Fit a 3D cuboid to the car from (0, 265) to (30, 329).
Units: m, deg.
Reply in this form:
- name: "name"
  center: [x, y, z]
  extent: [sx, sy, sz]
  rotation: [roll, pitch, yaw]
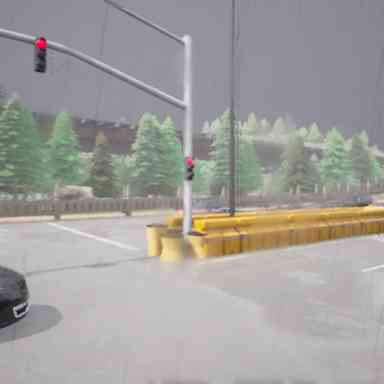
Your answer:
- name: "car"
  center: [-4.926, 1.503, 4.532]
  extent: [4.892, 1.490, 1.837]
  rotation: [0, 0, -35]

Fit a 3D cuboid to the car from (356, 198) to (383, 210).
- name: "car"
  center: [16.612, 1.488, 28.654]
  extent: [5.008, 1.535, 1.882]
  rotation: [-1, 0, -36]

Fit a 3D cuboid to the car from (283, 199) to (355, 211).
- name: "car"
  center: [8.939, 1.500, 23.161]
  extent: [5.008, 1.535, 1.882]
  rotation: [0, 0, -35]

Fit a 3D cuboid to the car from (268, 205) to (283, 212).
- name: "car"
  center: [7.946, 1.587, 26.729]
  extent: [4.181, 1.385, 1.994]
  rotation: [0, 0, -36]

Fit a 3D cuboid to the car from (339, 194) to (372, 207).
- name: "car"
  center: [15.454, 1.218, 32.135]
  extent: [5.566, 2.045, 2.150]
  rotation: [-1, 1, -36]

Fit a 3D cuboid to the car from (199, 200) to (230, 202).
- name: "car"
  center: [0.956, 1.367, 21.829]
  extent: [4.553, 1.767, 2.097]
  rotation: [0, 0, -35]

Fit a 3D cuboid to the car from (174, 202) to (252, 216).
- name: "car"
  center: [1.214, 1.504, 17.701]
  extent: [4.902, 1.511, 2.128]
  rotation: [0, 0, -36]
